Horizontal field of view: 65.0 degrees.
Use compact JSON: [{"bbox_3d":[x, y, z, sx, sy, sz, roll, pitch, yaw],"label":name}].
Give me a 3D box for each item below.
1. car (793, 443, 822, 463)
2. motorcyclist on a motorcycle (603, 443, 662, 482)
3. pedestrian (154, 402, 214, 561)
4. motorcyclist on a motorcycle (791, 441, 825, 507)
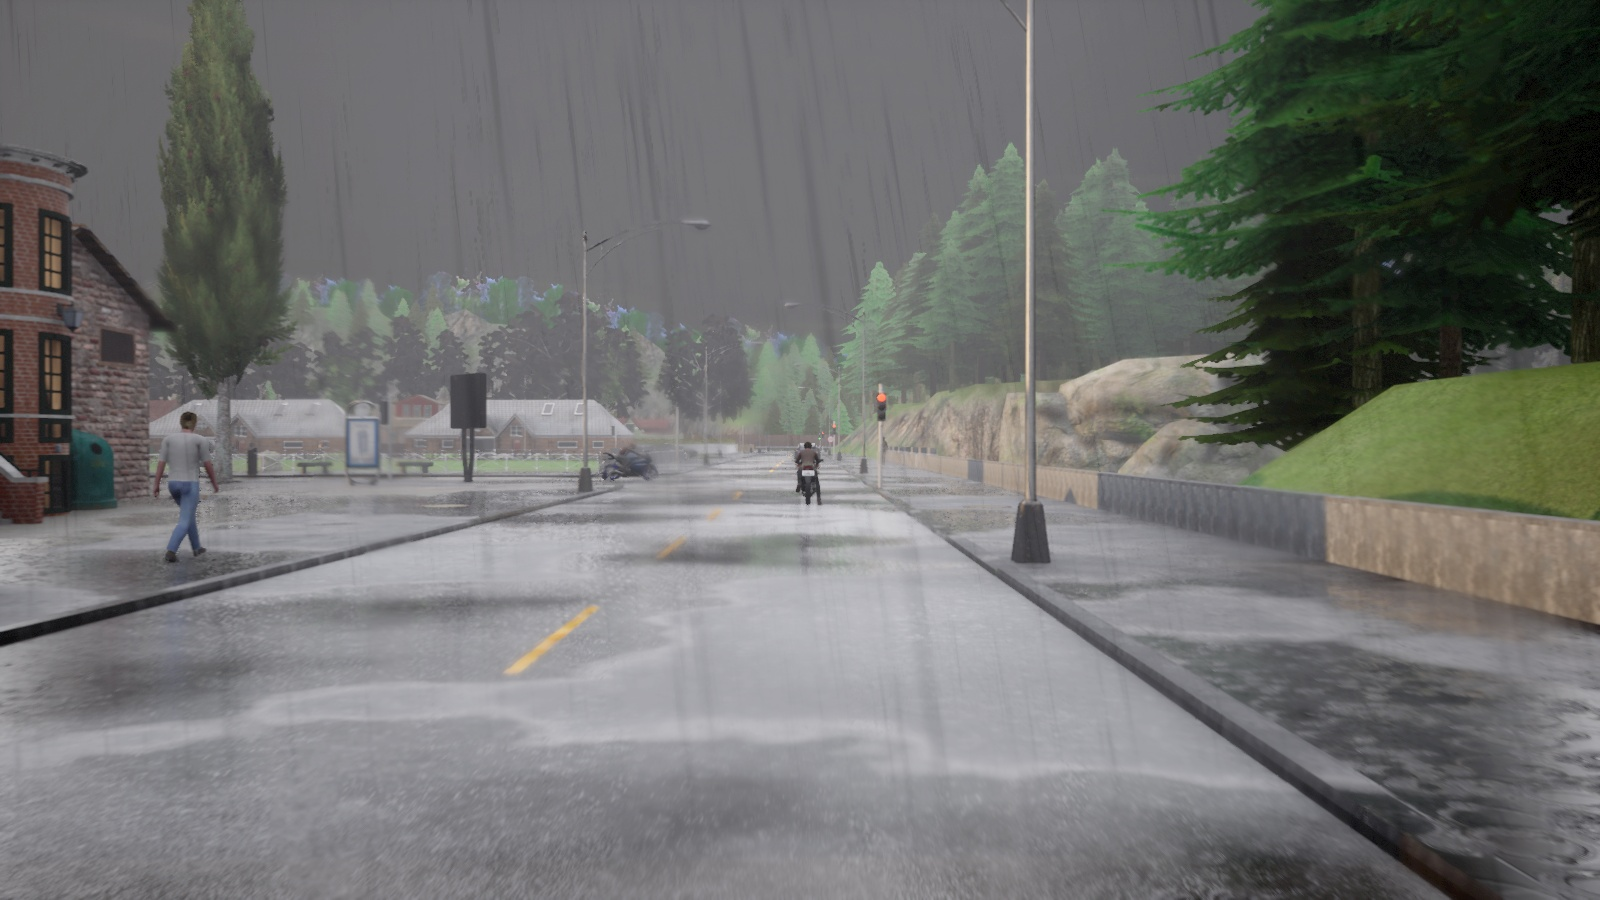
[{"bbox_3d":[0.565,0.210,95.224,2.163,1.488,4.792,0,0,0],"label":"car"},{"bbox_3d":[-6.635,0.495,49.740,2.191,1.530,0.866,0,-1,-18],"label":"motorcyclist on a motorcycle"},{"bbox_3d":[-7.282,0.360,14.872,0.354,1.836,0.706,0,0,1],"label":"pedestrian"},{"bbox_3d":[0.190,0.559,30.143,0.797,1.523,2.044,0,0,0],"label":"motorcyclist on a motorcycle"}]
